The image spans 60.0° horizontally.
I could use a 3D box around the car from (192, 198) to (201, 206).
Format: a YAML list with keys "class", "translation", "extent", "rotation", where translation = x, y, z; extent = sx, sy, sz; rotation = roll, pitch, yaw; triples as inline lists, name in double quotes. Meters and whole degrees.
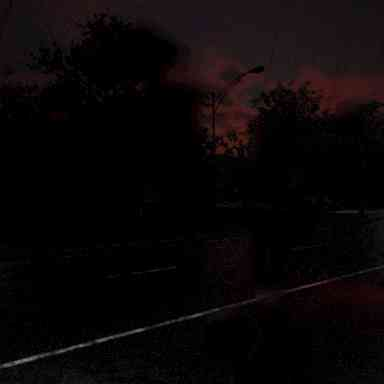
- class: "car"
  translation: [0.430, 1.499, 53.686]
  extent: [1.895, 1.301, 4.718]
  rotation: [0, 0, -37]

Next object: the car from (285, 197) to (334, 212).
- class: "car"
  translation: [12.872, 1.399, 37.447]
  extent: [1.837, 1.490, 4.892]
  rotation: [0, 0, -37]

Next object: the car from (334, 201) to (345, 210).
- class: "car"
  translation: [15.715, 1.406, 39.494]
  extent: [1.812, 1.442, 4.674]
  rotation: [0, 1, -37]

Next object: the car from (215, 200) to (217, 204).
- class: "car"
  translation: [2.220, 1.484, 57.110]
  extent: [1.895, 1.301, 4.718]
  rotation: [0, 0, -37]
